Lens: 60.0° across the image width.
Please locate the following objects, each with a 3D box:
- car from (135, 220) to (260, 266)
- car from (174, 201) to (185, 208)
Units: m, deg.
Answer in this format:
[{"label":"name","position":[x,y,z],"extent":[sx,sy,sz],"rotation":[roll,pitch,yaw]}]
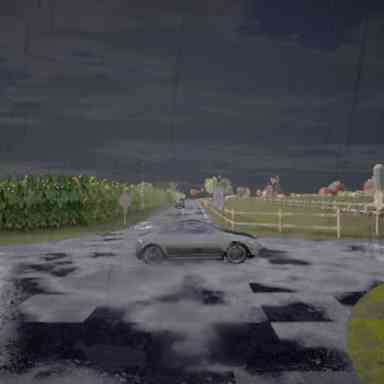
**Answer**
[{"label":"car","position":[0.162,1.671,11.475],"extent":[4.181,1.385,1.994],"rotation":[-1,-1,0]},{"label":"car","position":[-2.313,2.377,63.324],"extent":[2.033,1.411,5.357],"rotation":[0,-1,1]}]
